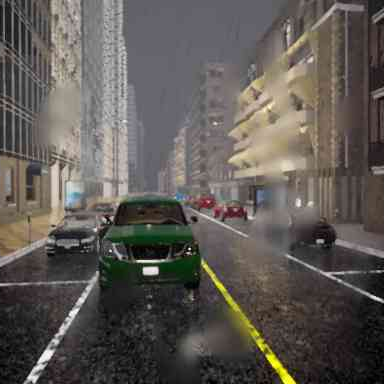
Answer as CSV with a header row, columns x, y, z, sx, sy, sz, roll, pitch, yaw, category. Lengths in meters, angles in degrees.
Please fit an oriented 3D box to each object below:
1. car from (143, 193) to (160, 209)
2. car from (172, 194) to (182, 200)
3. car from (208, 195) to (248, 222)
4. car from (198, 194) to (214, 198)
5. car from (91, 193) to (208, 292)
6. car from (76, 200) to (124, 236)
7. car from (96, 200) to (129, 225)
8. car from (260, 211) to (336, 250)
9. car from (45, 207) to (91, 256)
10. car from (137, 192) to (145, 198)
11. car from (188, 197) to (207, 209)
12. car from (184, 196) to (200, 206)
x,y,z,sx,sy,sz,roll,pitch,yaw,category
-5.116,1.082,42.042,2.097,1.767,4.553,0,0,-7,car
-3.505,1.092,75.284,1.947,1.339,4.313,0,0,-7,car
2.755,1.268,24.833,1.967,1.590,4.097,0,0,-7,car
1.364,1.073,36.044,2.192,1.841,5.009,0,0,-7,car
-1.141,1.160,9.197,2.150,2.045,5.566,0,0,-7,car
-4.867,1.325,18.197,1.967,1.590,4.097,0,0,-7,car
-5.541,1.376,23.633,1.752,1.417,4.829,0,0,-7,car
4.146,1.450,13.624,2.008,1.369,4.403,0,0,-7,car
-4.170,1.472,12.591,2.008,1.369,4.403,0,0,-7,car
-13.909,0.894,91.068,1.967,1.590,4.097,0,0,-7,car
0.668,1.305,41.651,1.802,1.307,4.206,0,0,-7,car
-0.027,1.270,47.256,1.802,1.307,4.206,0,0,-7,car
